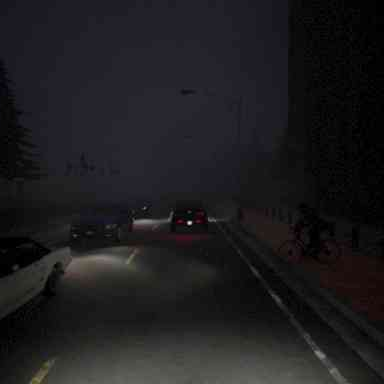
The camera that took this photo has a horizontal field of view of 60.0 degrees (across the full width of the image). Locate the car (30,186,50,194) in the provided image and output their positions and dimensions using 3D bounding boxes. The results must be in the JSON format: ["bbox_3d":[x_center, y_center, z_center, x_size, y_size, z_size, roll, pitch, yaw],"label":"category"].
[{"bbox_3d":[-36.956,-0.227,79.709,3.633,1.501,1.845,0,1,-1],"label":"car"}]

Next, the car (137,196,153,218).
[{"bbox_3d":[-3.933,1.030,24.503,1.812,1.442,4.674,0,1,-1],"label":"car"}]

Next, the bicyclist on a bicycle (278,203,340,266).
[{"bbox_3d":[3.044,1.118,8.654,1.656,1.620,0.582,0,1,-1],"label":"bicyclist on a bicycle"}]

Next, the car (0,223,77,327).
[{"bbox_3d":[-3.665,1.494,5.415,1.895,1.301,4.718,0,1,-1],"label":"car"}]

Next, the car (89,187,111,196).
[{"bbox_3d":[-18.325,0.093,65.012,3.633,1.501,1.845,0,1,-1],"label":"car"}]

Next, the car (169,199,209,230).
[{"bbox_3d":[-0.146,1.136,17.883,1.837,1.490,4.892,0,1,-1],"label":"car"}]

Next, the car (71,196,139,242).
[{"bbox_3d":[-3.801,1.181,14.730,1.882,1.535,5.008,0,1,-1],"label":"car"}]

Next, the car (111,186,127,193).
[{"bbox_3d":[-18.917,-0.641,86.485,3.866,1.878,1.905,0,1,-1],"label":"car"}]

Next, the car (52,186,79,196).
[{"bbox_3d":[-25.789,0.058,67.883,3.806,1.475,1.970,0,1,-1],"label":"car"}]

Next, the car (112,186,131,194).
[{"bbox_3d":[-18.462,-0.562,83.586,4.605,1.855,1.932,0,1,-1],"label":"car"}]
